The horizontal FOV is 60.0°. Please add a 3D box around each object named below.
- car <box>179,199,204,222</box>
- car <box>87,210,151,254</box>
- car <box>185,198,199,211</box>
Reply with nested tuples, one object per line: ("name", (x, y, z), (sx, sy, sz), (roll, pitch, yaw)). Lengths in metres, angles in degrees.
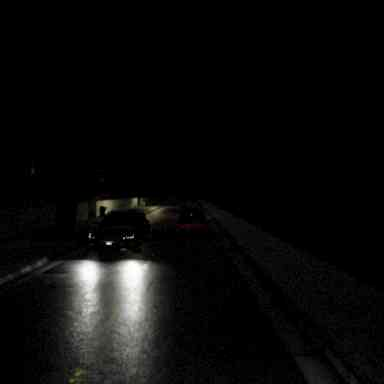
("car", (-0.020, 1.549, 27.256), (1.882, 1.535, 5.008), (0, 0, 0))
("car", (-2.813, 1.530, 13.746), (1.837, 1.490, 4.892), (0, -1, 0))
("car", (-0.027, 1.643, 43.930), (1.837, 1.490, 4.892), (0, 0, 0))
